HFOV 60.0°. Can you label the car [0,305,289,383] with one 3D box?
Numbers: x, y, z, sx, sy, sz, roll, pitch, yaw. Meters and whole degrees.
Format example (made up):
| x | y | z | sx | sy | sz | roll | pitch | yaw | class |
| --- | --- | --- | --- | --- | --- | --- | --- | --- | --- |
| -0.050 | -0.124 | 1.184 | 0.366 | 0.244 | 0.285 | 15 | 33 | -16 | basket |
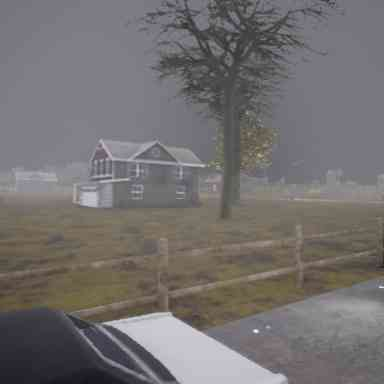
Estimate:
| x | y | z | sx | sy | sz | roll | pitch | yaw | class |
| --- | --- | --- | --- | --- | --- | --- | --- | --- | --- |
| -1.650 | 1.601 | 1.894 | 4.718 | 1.301 | 1.895 | 0 | 0 | -36 | car |
